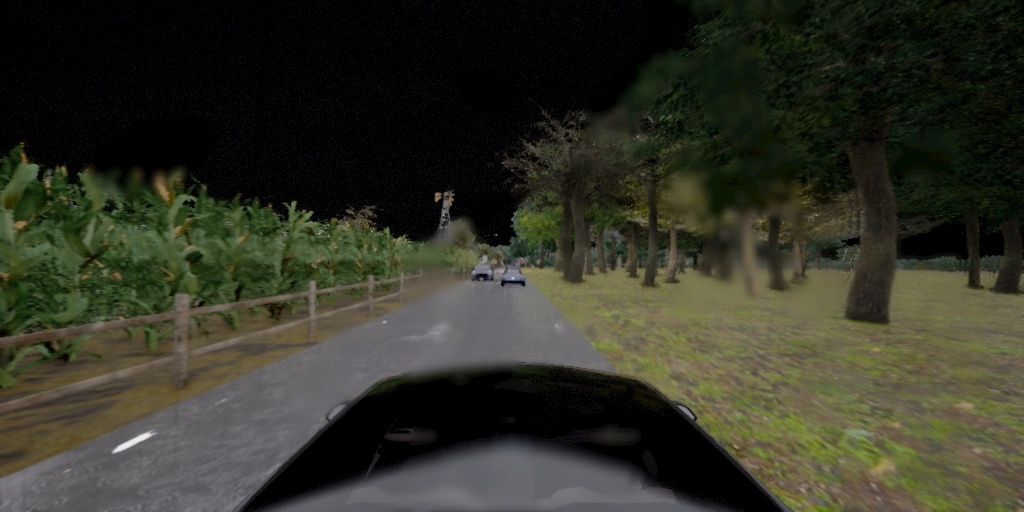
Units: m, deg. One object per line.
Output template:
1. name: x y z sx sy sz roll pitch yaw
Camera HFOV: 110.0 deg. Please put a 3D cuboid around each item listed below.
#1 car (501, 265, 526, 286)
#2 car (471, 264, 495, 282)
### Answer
1. car: 0.092 1.704 29.663 1.994 1.385 4.181 0 -1 0
2. car: -2.835 1.582 35.731 2.097 1.767 4.553 0 -1 0
